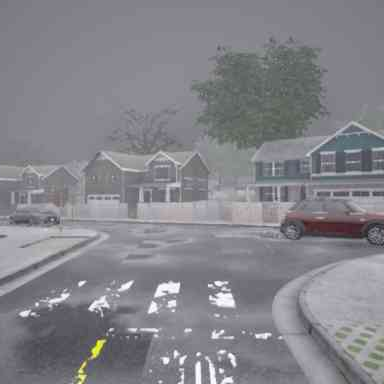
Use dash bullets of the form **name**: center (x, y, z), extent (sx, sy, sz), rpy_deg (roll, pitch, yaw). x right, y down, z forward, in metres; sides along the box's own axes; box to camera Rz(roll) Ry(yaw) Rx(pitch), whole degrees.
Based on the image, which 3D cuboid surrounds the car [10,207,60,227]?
- **car**: center (-11.728, 1.857, 24.963), extent (4.181, 1.385, 1.994), rpy_deg (-2, -2, 32)

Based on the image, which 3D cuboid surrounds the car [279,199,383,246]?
- **car**: center (5.950, 1.062, 13.340), extent (4.553, 1.767, 2.097), rpy_deg (-2, -2, 35)
